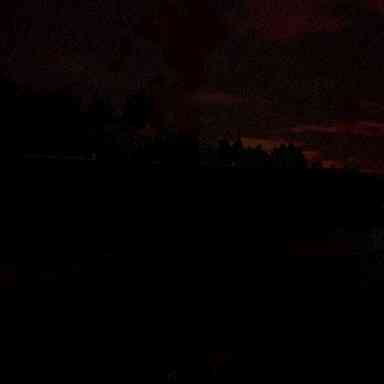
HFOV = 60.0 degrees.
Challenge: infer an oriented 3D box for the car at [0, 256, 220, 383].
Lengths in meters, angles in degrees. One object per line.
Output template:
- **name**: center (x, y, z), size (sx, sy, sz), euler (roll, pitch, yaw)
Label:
- **car**: center (-2.017, 1.477, 3.167), size (5.008, 1.535, 1.882), euler (-1, 0, -35)
